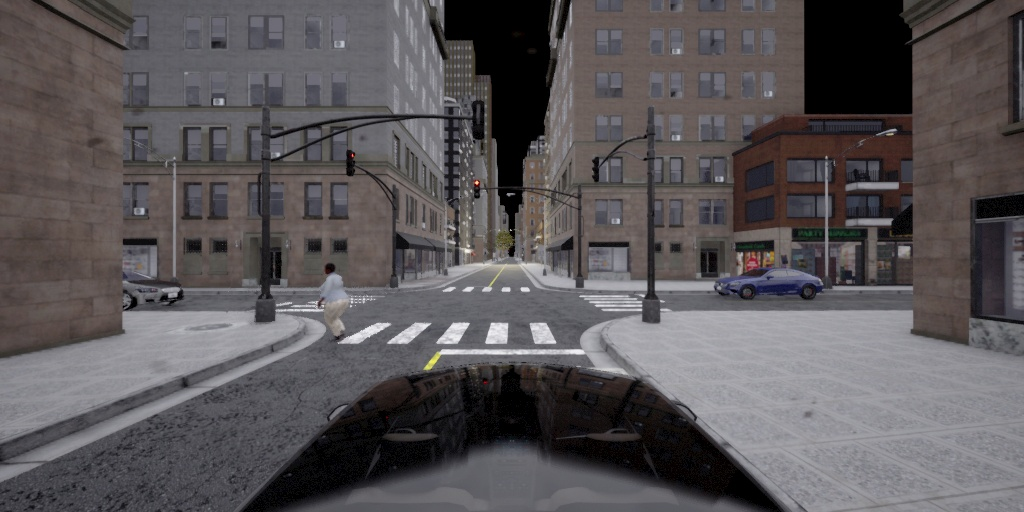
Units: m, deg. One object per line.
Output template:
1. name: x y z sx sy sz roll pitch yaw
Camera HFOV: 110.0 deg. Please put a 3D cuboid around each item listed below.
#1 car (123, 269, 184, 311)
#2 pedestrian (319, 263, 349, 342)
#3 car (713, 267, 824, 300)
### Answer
1. car: -15.569 1.253 13.866 4.902 1.511 2.128 0 0 0
2. pedestrian: -4.117 1.044 8.311 0.375 1.860 0.375 0 0 0
3. car: 12.137 1.262 17.065 4.674 1.442 1.812 0 0 -2
